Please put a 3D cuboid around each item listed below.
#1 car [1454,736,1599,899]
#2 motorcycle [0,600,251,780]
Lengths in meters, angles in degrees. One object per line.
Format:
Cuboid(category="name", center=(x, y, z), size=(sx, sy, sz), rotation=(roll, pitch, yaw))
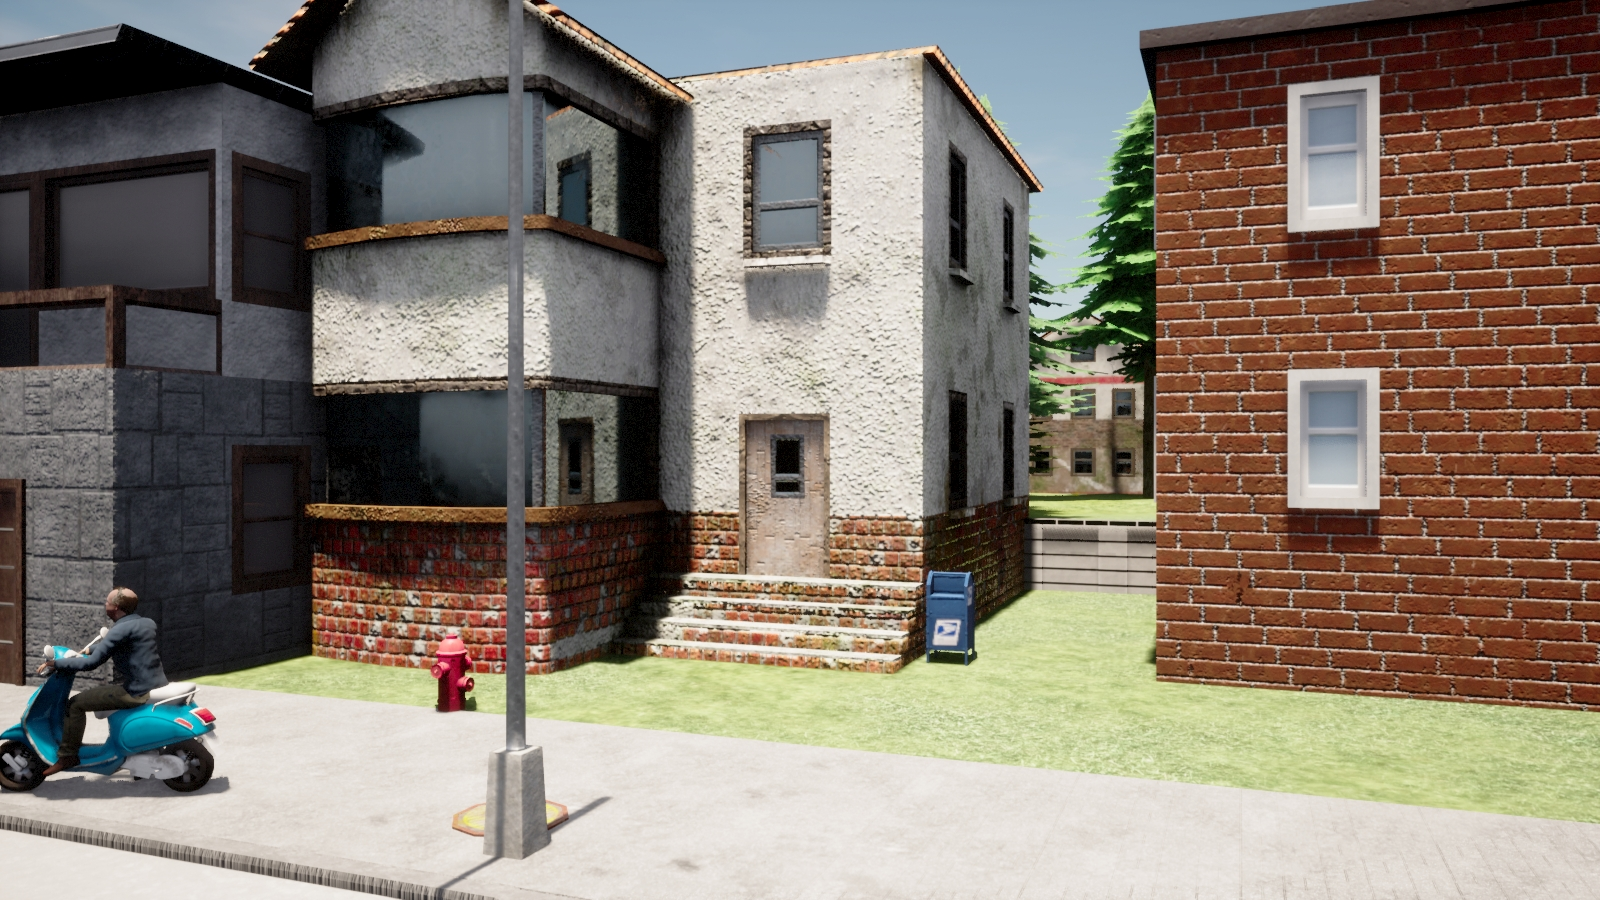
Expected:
Cuboid(category="car", center=(3.730, 1.810, 2.562), size=(3.705, 1.549, 1.789), rotation=(1, 0, 21))
Cuboid(category="motorcycle", center=(-5.442, 1.858, 9.019), size=(1.805, 1.236, 0.856), rotation=(0, 0, 1))
